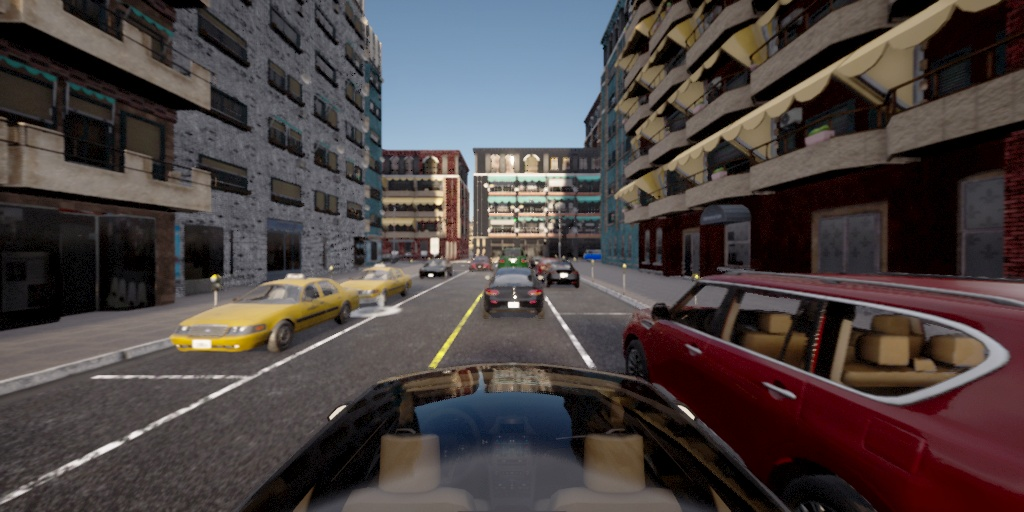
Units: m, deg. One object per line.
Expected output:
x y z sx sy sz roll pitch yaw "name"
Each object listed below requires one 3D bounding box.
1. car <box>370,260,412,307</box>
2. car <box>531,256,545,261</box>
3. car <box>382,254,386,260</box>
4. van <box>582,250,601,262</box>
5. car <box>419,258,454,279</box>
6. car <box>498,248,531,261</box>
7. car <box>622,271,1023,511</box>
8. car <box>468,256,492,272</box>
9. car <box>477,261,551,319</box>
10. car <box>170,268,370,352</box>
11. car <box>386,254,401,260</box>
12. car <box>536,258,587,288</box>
-5.277 1.017 14.098 1.751 1.417 4.829 0 0 0 "car"
2.600 0.813 25.409 1.888 1.381 4.507 0 0 0 "car"
-19.588 0.342 47.951 4.097 1.591 1.967 0 0 0 "car"
13.165 -0.038 56.084 3.998 1.789 1.690 0 0 0 "van"
-5.247 0.835 25.395 1.948 1.339 4.313 0 0 0 "car"
0.094 0.439 27.832 2.150 2.045 5.566 0 1 1 "car"
2.569 1.034 3.159 2.192 1.841 5.009 0 0 0 "car"
-2.778 0.687 32.827 1.994 1.385 4.181 0 1 0 "car"
0.064 1.068 11.734 1.812 1.442 4.674 0 1 1 "car"
-5.294 1.131 8.536 1.751 1.417 4.829 0 0 0 "car"
-19.619 0.382 56.090 4.403 1.370 2.007 0 0 0 "car"
2.592 0.945 19.845 1.948 1.339 4.313 0 0 0 "car"
